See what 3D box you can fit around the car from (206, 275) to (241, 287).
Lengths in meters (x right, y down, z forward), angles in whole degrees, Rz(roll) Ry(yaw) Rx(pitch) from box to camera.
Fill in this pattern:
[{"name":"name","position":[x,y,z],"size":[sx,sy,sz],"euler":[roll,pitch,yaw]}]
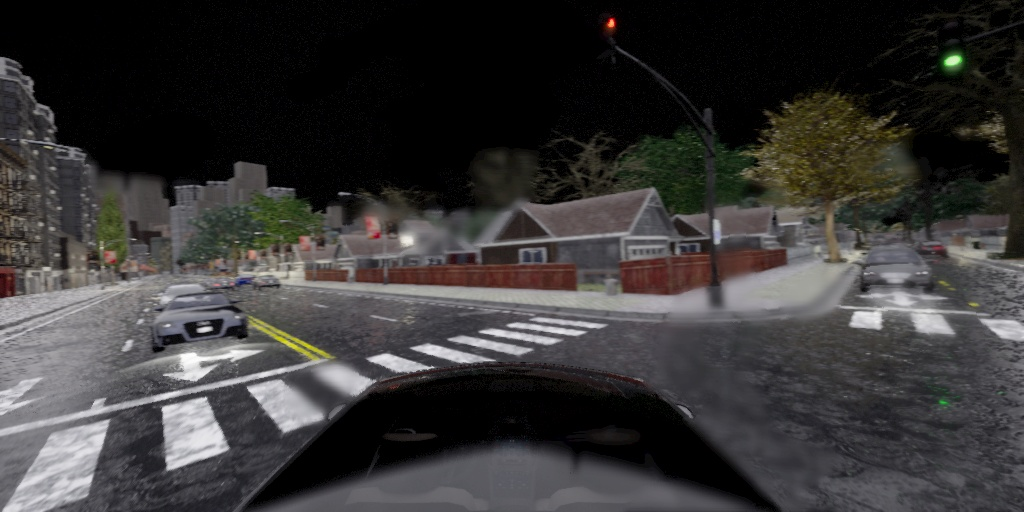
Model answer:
[{"name":"car","position":[-30.015,2.936,37.062],"size":[2.033,1.411,5.357],"euler":[-3,0,-44]}]

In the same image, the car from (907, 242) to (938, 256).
[{"name":"car","position":[45.587,-0.780,39.874],"size":[4.181,1.385,1.994],"euler":[-3,0,-44]}]

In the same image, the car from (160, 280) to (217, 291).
[{"name":"car","position":[-16.293,2.159,17.915],"size":[1.812,1.442,4.674],"euler":[-3,0,-44]}]

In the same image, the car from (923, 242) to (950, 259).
[{"name":"car","position":[38.298,-0.512,32.760],"size":[4.892,1.490,1.837],"euler":[-3,0,-44]}]

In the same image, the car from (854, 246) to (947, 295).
[{"name":"car","position":[14.789,0.546,13.944],"size":[4.902,1.511,2.128],"euler":[-3,0,-45]}]

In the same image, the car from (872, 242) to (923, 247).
[{"name":"car","position":[21.278,0.110,20.267],"size":[4.553,1.767,2.097],"euler":[-2,0,-44]}]

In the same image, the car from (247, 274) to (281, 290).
[{"name":"car","position":[-25.240,2.694,36.792],"size":[2.033,1.411,5.357],"euler":[-3,0,-44]}]

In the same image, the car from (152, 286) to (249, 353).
[{"name":"car","position":[-9.435,1.825,10.836],"size":[1.994,1.385,4.181],"euler":[-3,0,-44]}]

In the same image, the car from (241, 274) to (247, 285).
[{"name":"car","position":[-34.276,3.107,46.123],"size":[1.882,1.535,5.008],"euler":[-3,0,-44]}]
